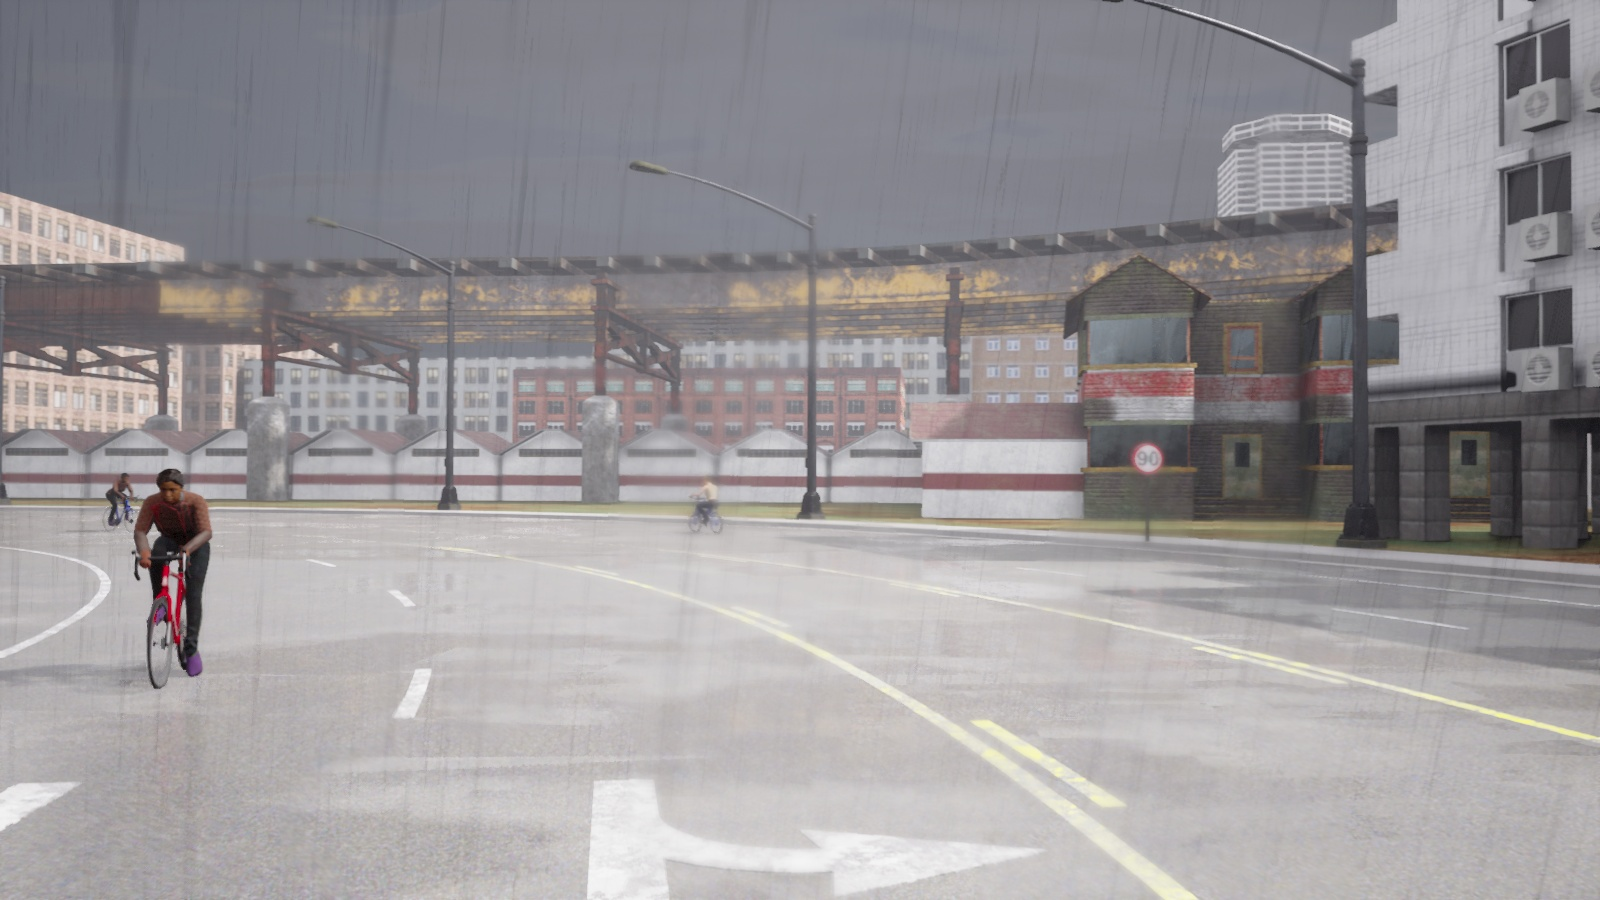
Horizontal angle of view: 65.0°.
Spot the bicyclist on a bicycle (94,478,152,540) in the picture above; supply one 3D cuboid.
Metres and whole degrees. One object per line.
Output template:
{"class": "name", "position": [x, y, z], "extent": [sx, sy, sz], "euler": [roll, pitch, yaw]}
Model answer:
{"class": "bicyclist on a bicycle", "position": [-18.306, 1.583, 33.960], "extent": [1.656, 1.620, 0.582], "euler": [-1, -1, 30]}

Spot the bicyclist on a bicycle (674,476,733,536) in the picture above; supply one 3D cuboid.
{"class": "bicyclist on a bicycle", "position": [-2.659, 1.523, 34.659], "extent": [0.866, 1.612, 1.509], "euler": [0, -1, -42]}

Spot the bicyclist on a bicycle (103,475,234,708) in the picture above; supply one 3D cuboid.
{"class": "bicyclist on a bicycle", "position": [-4.807, 1.004, 9.644], "extent": [0.582, 1.620, 1.656], "euler": [0, -1, -15]}
